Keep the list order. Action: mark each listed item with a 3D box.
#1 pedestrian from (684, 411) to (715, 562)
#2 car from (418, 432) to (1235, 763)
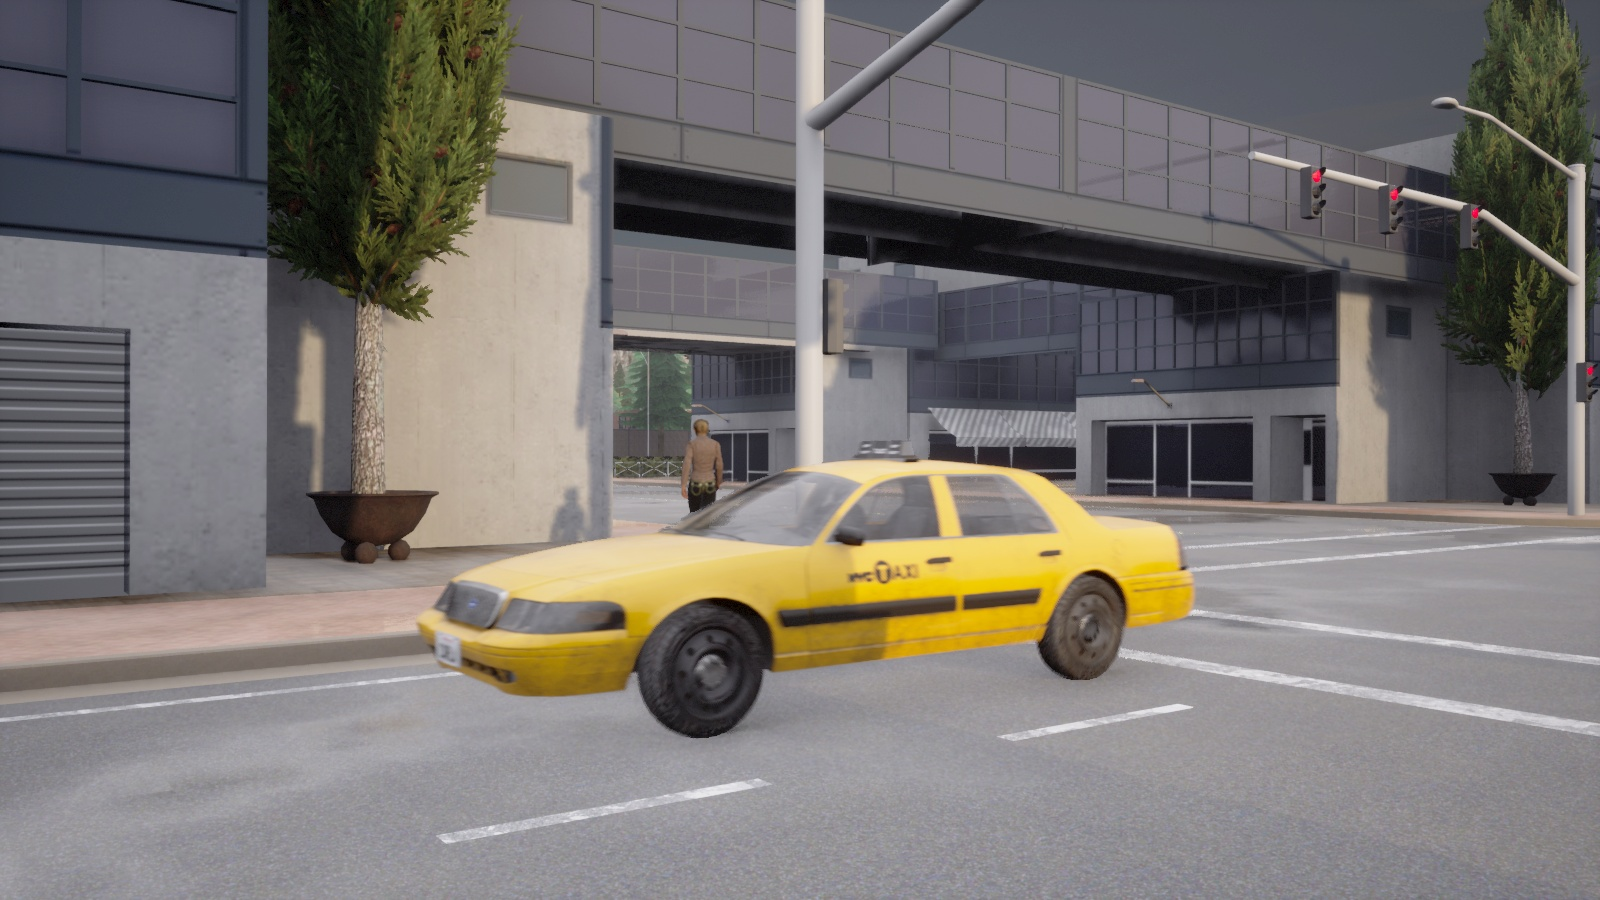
[{"bbox_3d":[-1.256,0.444,15.624,0.331,1.846,0.634,0,0,-10],"label":"pedestrian"},{"bbox_3d":[0.442,0.703,8.270,5.366,1.575,1.801,0,0,-36],"label":"car"}]
